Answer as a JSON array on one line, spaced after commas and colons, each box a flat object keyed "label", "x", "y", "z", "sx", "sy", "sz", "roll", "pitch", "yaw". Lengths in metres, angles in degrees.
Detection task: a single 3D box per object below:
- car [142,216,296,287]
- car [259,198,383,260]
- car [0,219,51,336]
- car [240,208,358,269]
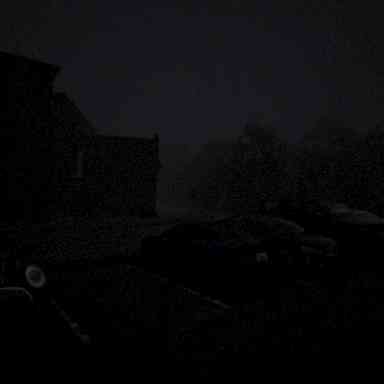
[{"label": "car", "x": 0.288, "y": 1.557, "z": 9.688, "sx": 2.163, "sy": 1.488, "sz": 4.792, "roll": 1, "pitch": 0, "yaw": -36}, {"label": "car", "x": 4.854, "y": 1.275, "z": 12.875, "sx": 2.435, "sy": 2.045, "sz": 5.566, "roll": 0, "pitch": 0, "yaw": -35}, {"label": "car", "x": -4.256, "y": 1.356, "z": 6.449, "sx": 2.185, "sy": 1.767, "sz": 4.553, "roll": 1, "pitch": 0, "yaw": -36}, {"label": "car", "x": 2.564, "y": 1.533, "z": 11.284, "sx": 2.231, "sy": 1.521, "sz": 4.892, "roll": 0, "pitch": 0, "yaw": -36}]
